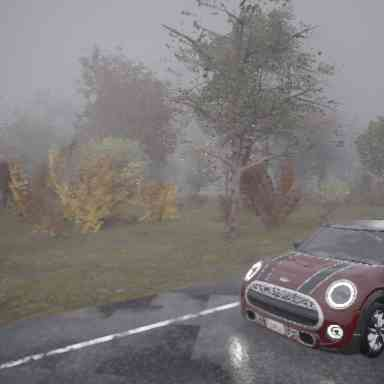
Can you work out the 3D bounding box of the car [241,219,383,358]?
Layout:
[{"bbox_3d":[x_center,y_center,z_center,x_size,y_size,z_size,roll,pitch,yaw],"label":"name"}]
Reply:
[{"bbox_3d":[3.044,1.341,6.097,4.553,1.767,2.097,0,0,-35],"label":"car"}]
